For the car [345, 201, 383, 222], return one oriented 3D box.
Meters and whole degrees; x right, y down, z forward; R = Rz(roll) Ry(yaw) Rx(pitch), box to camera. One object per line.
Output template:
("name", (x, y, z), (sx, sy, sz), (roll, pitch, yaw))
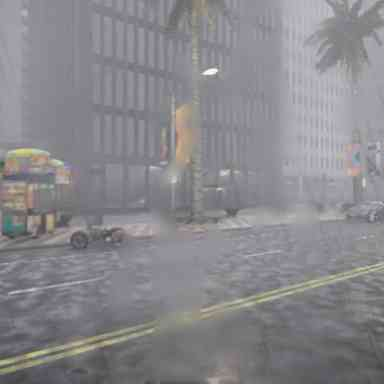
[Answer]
("car", (14.109, 1.509, 26.408), (4.892, 1.521, 2.231), (0, 0, -36))
